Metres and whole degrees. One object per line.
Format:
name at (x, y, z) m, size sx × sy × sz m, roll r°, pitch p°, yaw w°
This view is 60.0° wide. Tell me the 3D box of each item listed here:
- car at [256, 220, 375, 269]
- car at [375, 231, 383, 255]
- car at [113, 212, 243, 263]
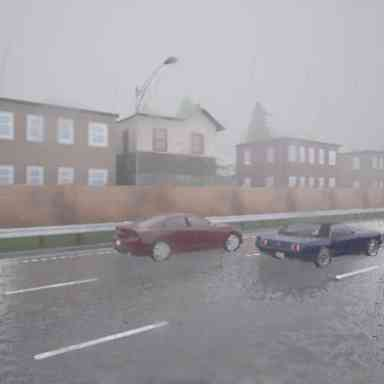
car at (4.453, 1.603, 11.237) m, size 4.718 × 1.301 × 1.895 m, roll 0°, pitch 0°, yaw -35°
car at (7.148, 1.355, 8.862) m, size 4.553 × 1.767 × 2.097 m, roll 0°, pitch 0°, yaw -35°
car at (-0.344, 1.480, 12.127) m, size 5.008 × 1.535 × 1.882 m, roll 0°, pitch 0°, yaw -35°
